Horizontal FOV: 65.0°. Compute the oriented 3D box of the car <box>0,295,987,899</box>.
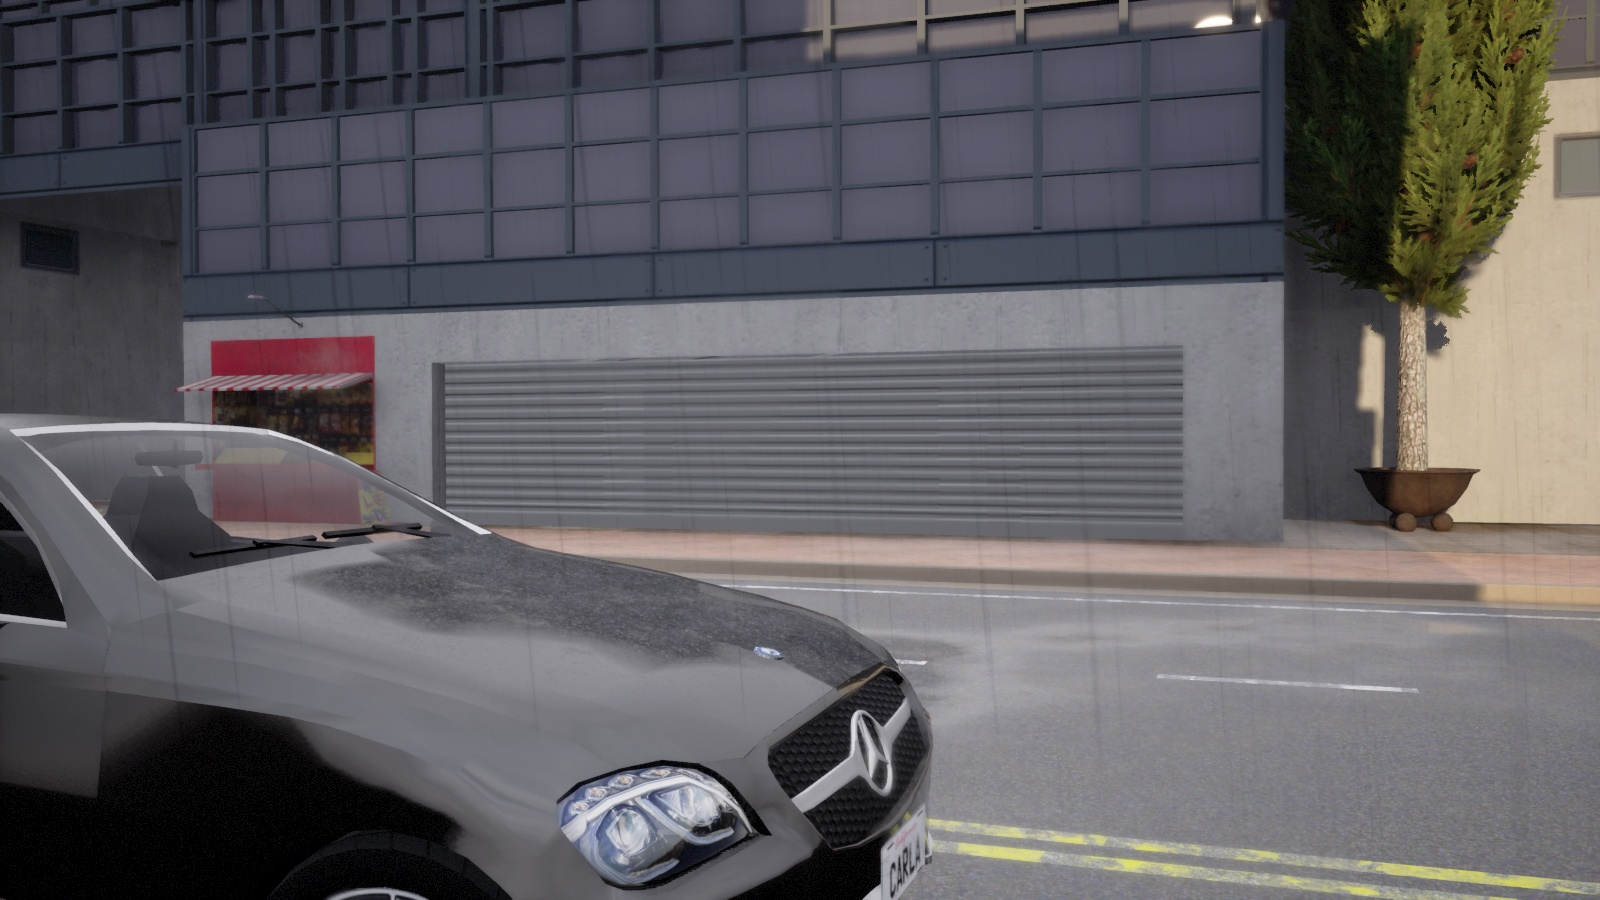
[{"bbox_3d":[-2.120,0.535,3.904,5.027,1.651,2.152,1,1,19],"label":"car"}]
